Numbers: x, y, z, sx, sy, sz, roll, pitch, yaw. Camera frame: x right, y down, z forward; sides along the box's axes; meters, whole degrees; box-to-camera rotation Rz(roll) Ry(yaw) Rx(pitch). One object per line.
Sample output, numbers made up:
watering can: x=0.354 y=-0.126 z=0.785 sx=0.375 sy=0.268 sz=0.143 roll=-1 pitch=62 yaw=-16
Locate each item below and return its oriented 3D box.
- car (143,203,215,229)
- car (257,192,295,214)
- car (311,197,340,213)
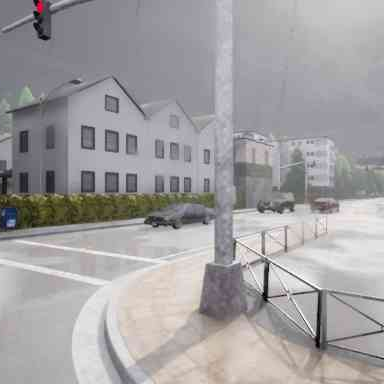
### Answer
car: x=-0.511 y=1.358 z=20.206 sx=2.033 sy=1.411 sz=5.357 roll=0 pitch=0 yaw=35
car: x=8.417 y=1.024 z=32.777 sx=2.150 sy=2.045 sz=5.566 roll=0 pitch=1 yaw=36
car: x=13.516 y=1.288 z=33.608 sx=1.882 sy=1.535 sz=5.008 roll=0 pitch=0 yaw=35
